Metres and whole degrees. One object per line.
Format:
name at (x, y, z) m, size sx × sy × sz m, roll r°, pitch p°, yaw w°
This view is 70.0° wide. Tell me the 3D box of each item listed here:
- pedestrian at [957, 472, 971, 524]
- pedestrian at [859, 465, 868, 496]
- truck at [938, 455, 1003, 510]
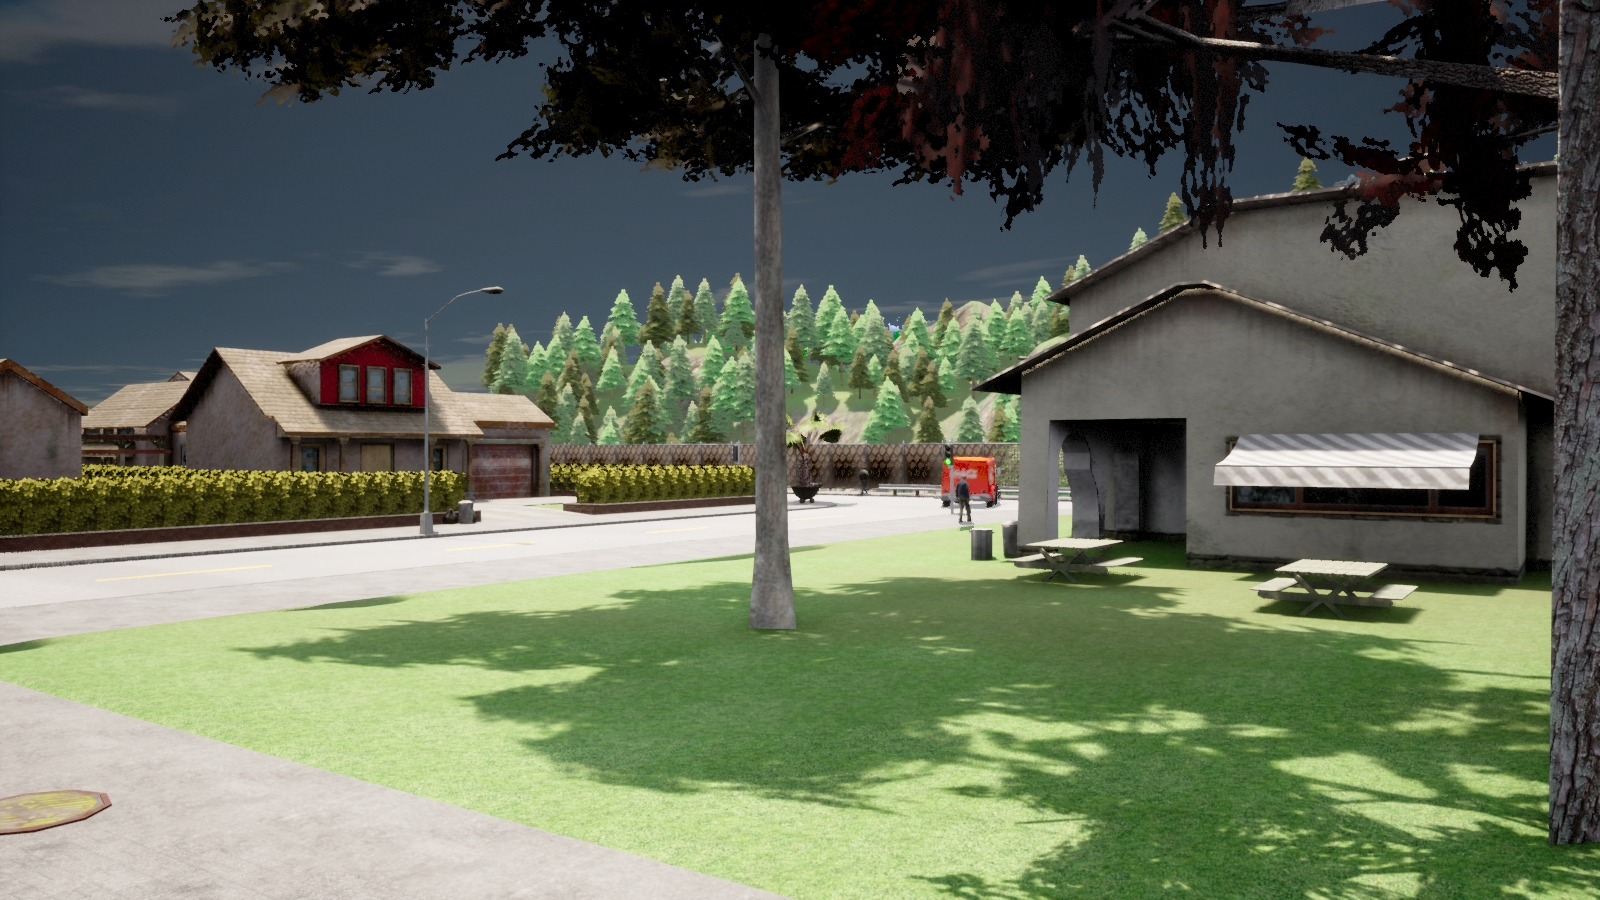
pedestrian at (6.001, 1.737, 41.702) m, size 0.375 × 1.860 × 0.375 m, roll 0°, pitch 0°, yaw 35°
pedestrian at (3.828, 1.849, 69.084) m, size 0.375 × 1.860 × 0.375 m, roll 0°, pitch 0°, yaw 33°
truck at (8.665, 1.587, 57.624) m, size 2.627 × 2.467 × 5.204 m, roll 0°, pitch 2°, yaw 16°
